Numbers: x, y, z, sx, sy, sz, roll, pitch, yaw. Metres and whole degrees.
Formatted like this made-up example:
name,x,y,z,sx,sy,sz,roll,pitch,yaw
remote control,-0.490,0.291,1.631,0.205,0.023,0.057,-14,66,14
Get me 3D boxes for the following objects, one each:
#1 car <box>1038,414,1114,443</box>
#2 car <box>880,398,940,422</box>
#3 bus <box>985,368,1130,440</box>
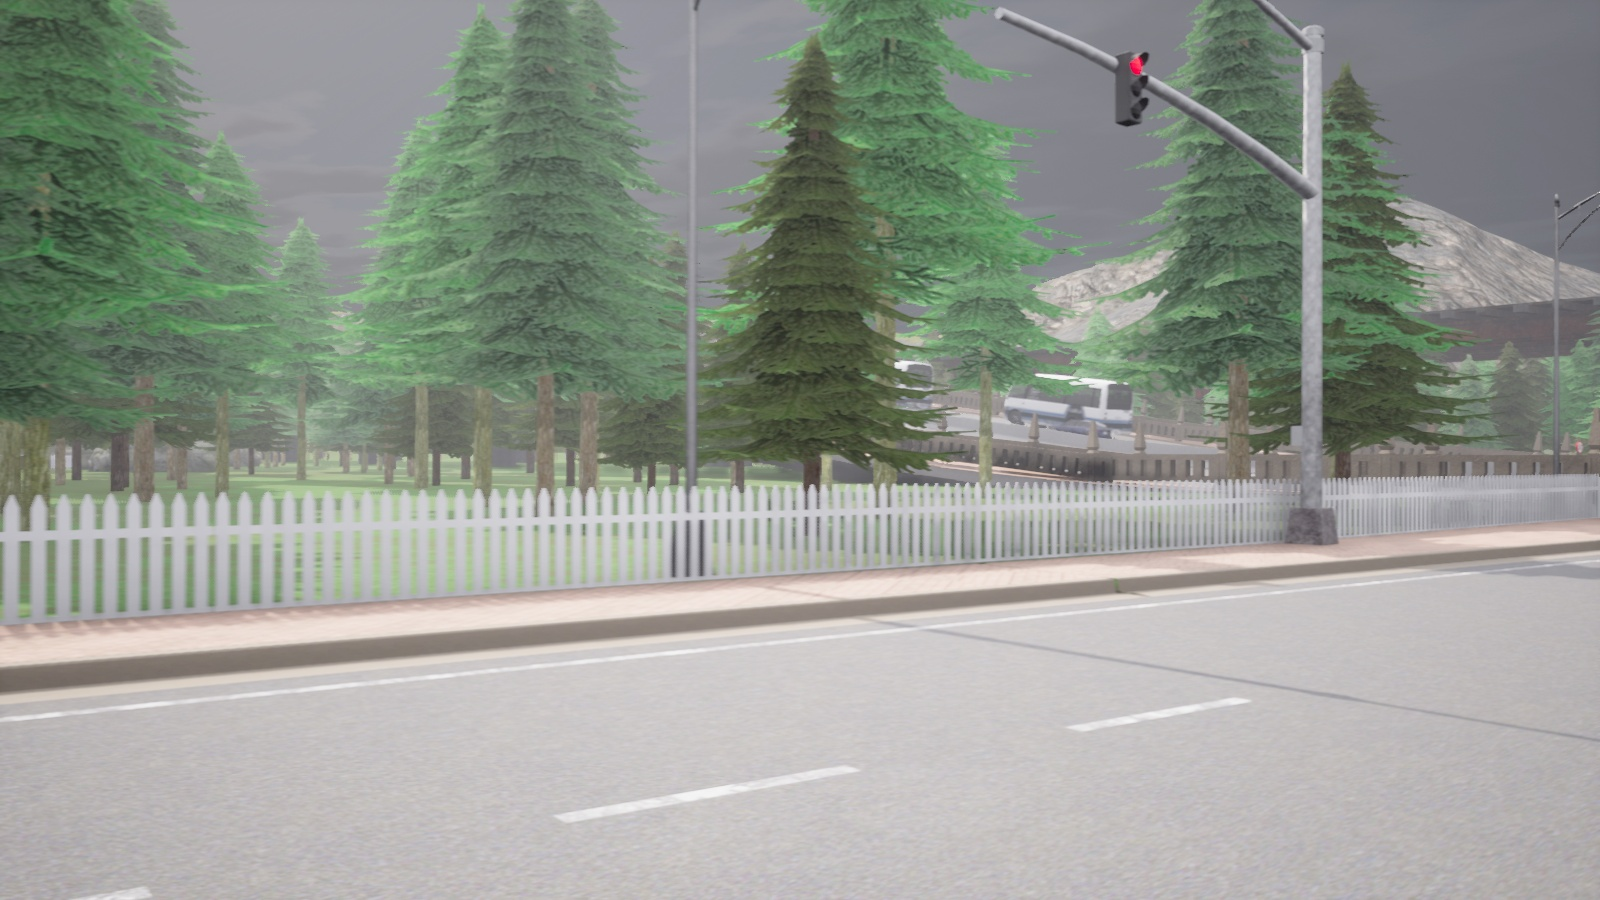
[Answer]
name,x,y,z,sx,sy,sz,roll,pitch,yaw
car,19.120,-1.511,87.230,2.163,1.488,4.792,0,7,-36
car,8.366,-3.069,95.964,1.895,1.301,4.718,0,7,-36
bus,18.962,-3.505,93.362,3.944,4.253,10.273,0,7,-36
